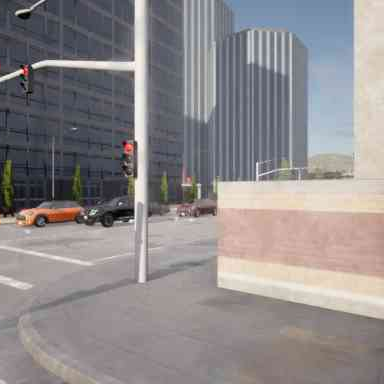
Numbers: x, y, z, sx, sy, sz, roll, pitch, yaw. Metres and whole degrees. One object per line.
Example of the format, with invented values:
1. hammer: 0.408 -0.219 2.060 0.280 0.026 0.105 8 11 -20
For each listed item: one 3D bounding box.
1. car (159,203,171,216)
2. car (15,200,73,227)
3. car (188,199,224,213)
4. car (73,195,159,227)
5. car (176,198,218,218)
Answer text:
1. car: -4.231 1.603 30.910 2.033 1.411 5.357 0 0 36
2. car: -9.758 1.407 23.216 2.097 1.767 4.553 0 0 36
3. car: 1.696 1.560 39.139 1.837 1.490 4.892 0 0 36
4. car: -5.203 1.277 23.562 2.150 2.045 5.566 0 0 36
5. car: 0.528 1.407 31.530 2.097 1.767 4.553 0 0 36
